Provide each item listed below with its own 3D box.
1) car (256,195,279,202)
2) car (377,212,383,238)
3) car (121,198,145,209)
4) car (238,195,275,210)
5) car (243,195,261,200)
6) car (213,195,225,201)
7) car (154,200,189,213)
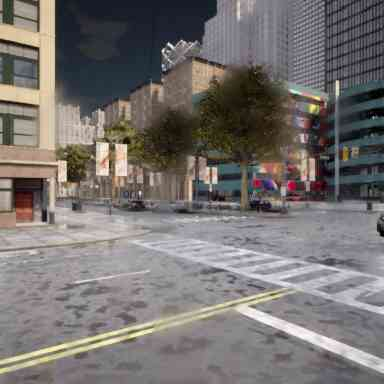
[{"bbox_3d":[16.242,1.320,71.960,2.002,1.452,4.674,0,0,-36],"label":"car"},{"bbox_3d":[11.375,1.221,16.393,5.566,2.045,2.150,0,0,-35],"label":"car"},{"bbox_3d":[-8.152,1.564,45.860,1.994,1.385,4.181,0,0,-37],"label":"car"},{"bbox_3d":[8.081,1.352,43.322,2.097,1.767,4.553,0,0,-36],"label":"car"},{"bbox_3d":[15.425,1.462,85.892,1.895,1.301,4.718,0,0,-36],"label":"car"},{"bbox_3d":[5.770,1.413,79.449,2.161,1.482,4.786,0,0,-36],"label":"car"},{"bbox_3d":[-2.350,1.601,37.770,1.895,1.301,4.718,0,0,-36],"label":"car"}]
